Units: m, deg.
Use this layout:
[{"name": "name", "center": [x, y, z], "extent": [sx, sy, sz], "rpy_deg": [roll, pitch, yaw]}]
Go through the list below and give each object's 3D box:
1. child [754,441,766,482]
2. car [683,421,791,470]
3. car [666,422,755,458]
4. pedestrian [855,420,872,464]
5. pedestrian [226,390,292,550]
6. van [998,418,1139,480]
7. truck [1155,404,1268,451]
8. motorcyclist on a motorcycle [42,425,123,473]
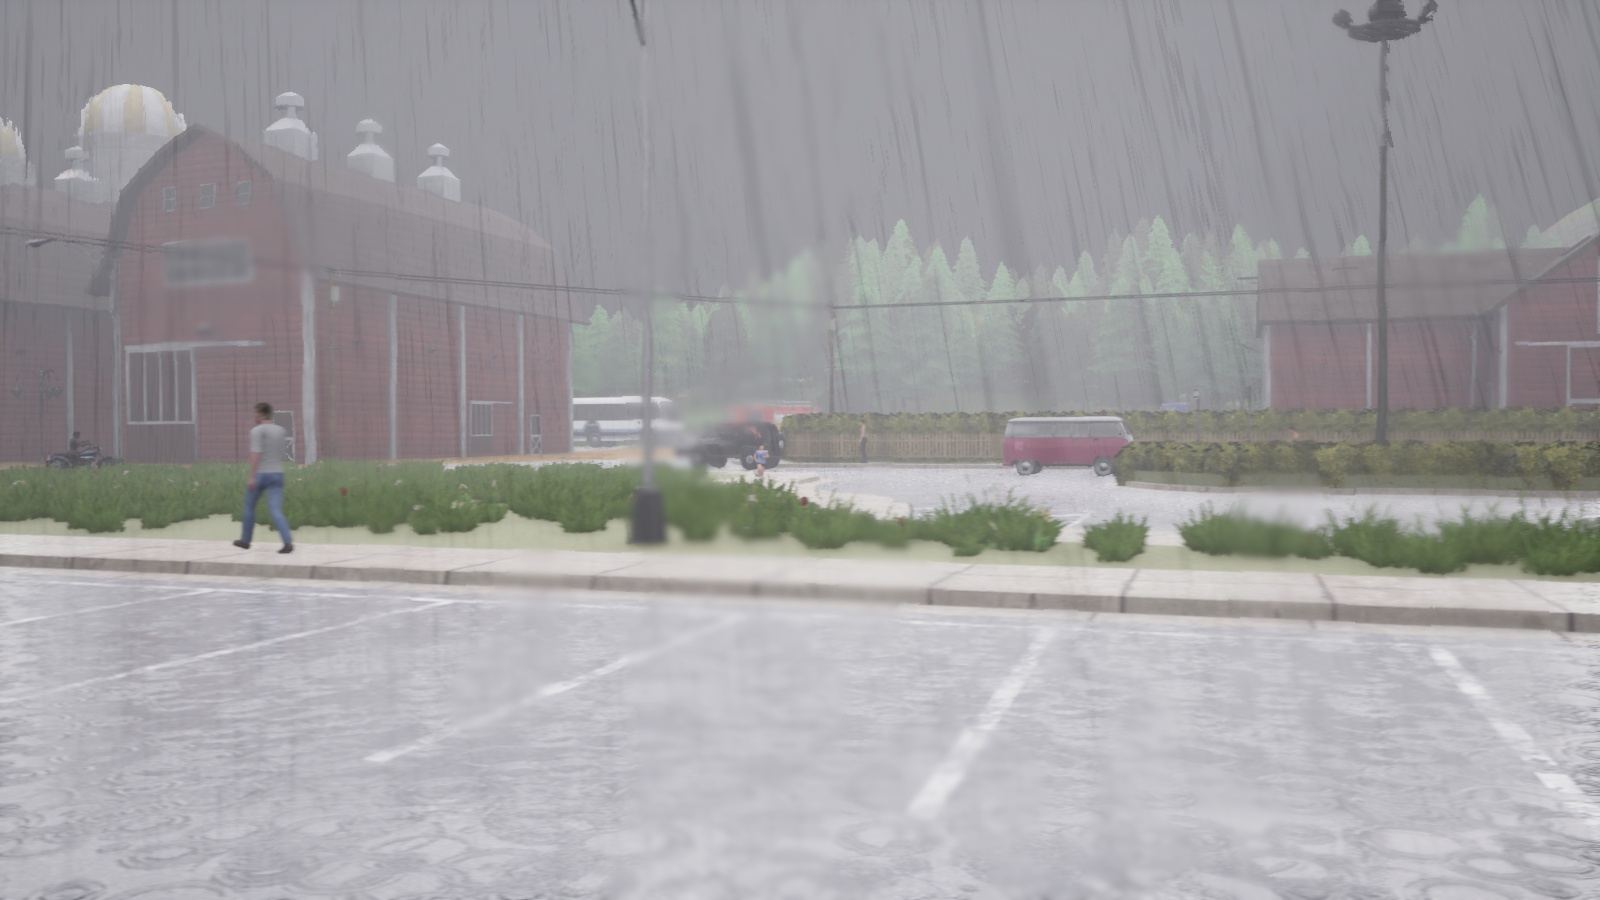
[{"name": "child", "center": [-1.101, 0.307, 34.374], "extent": [0.255, 1.110, 0.394], "rpy_deg": [0, 1, -11]}, {"name": "car", "center": [-2.519, -0.193, 50.257], "extent": [3.866, 1.878, 1.905], "rpy_deg": [1, 1, 25]}, {"name": "car", "center": [-4.648, -0.552, 65.636], "extent": [1.932, 1.855, 4.605], "rpy_deg": [1, 2, 42]}, {"name": "pedestrian", "center": [2.645, -0.346, 52.341], "extent": [0.594, 1.836, 0.345], "rpy_deg": [1, 1, 20]}, {"name": "pedestrian", "center": [-6.340, 0.222, 14.727], "extent": [0.706, 1.836, 0.354], "rpy_deg": [1, 1, 30]}, {"name": "van", "center": [9.038, -0.064, 42.303], "extent": [4.442, 1.987, 1.775], "rpy_deg": [1, 1, 19]}, {"name": "truck", "center": [30.826, -1.687, 94.132], "extent": [7.936, 3.462, 2.891], "rpy_deg": [1, 1, 20]}, {"name": "motorcyclist on a motorcycle", "center": [-25.290, -0.048, 44.275], "extent": [0.766, 1.649, 2.350], "rpy_deg": [1, 1, 43]}]
